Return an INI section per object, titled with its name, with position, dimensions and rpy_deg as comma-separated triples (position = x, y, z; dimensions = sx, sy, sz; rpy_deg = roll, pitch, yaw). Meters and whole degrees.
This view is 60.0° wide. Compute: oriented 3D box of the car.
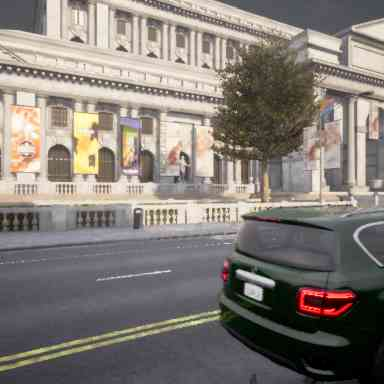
[car]
position = 3.024, 1.224, 5.181
dimensions = 5.566, 2.045, 2.150
rpy_deg = 0, 0, -30
